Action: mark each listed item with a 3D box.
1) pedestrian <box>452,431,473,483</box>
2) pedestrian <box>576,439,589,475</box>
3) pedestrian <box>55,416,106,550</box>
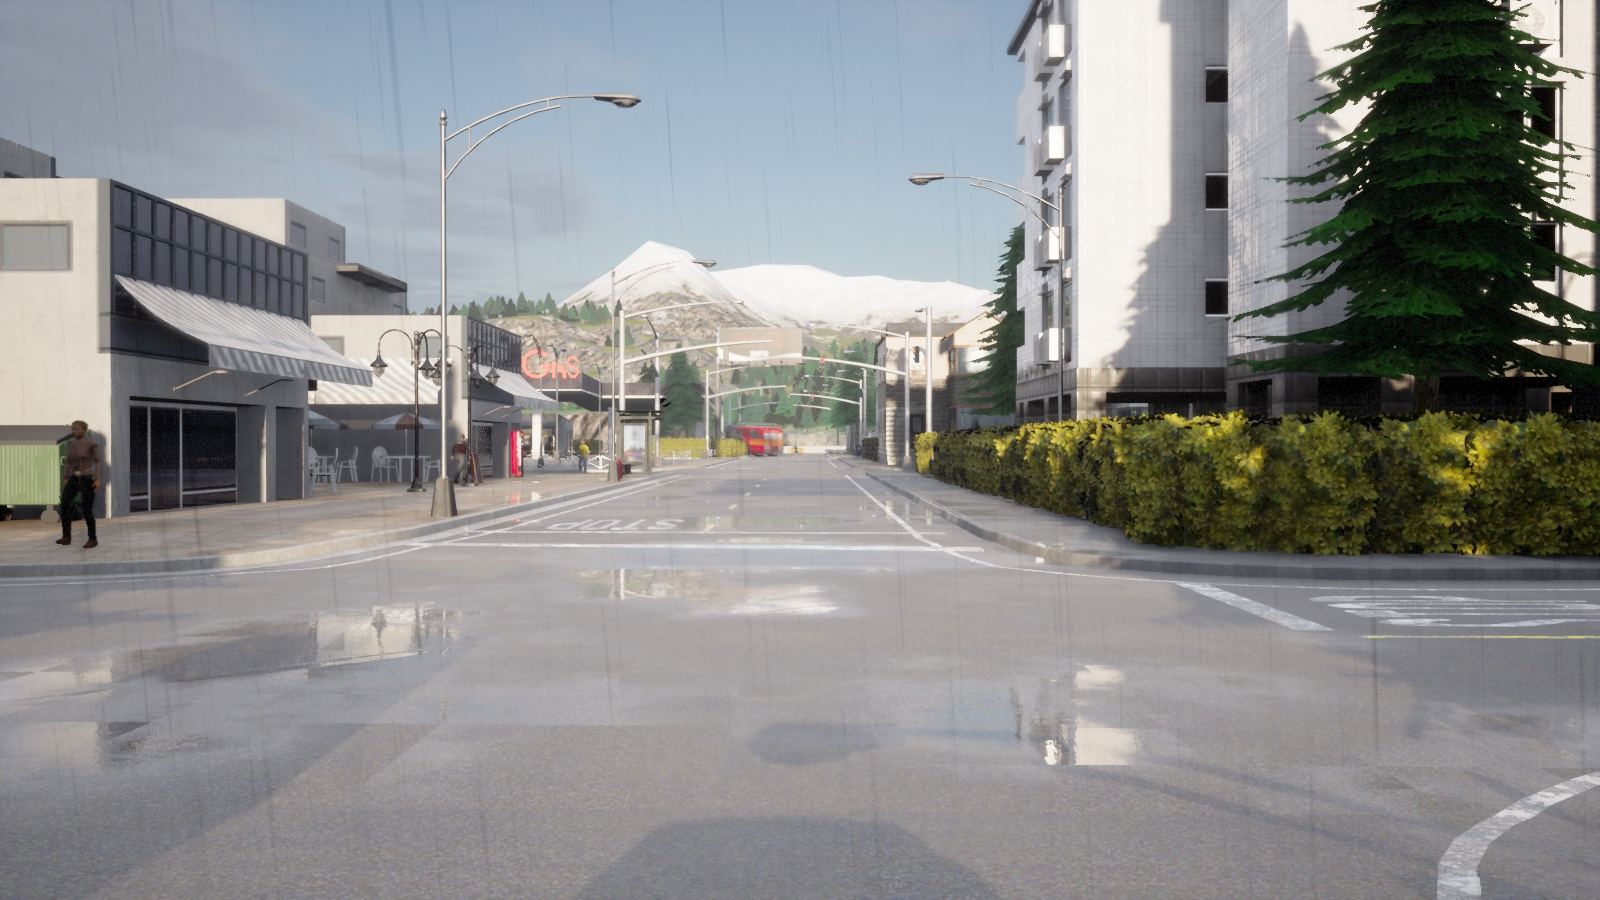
[{"bbox_3d":[-12.175,0.244,45.315,0.376,1.854,0.720,0,0,22],"label":"pedestrian"},{"bbox_3d":[-11.097,0.344,64.077,0.354,1.836,0.706,0,0,19],"label":"pedestrian"},{"bbox_3d":[-10.122,0.455,17.688,0.331,1.846,0.634,0,0,3],"label":"pedestrian"}]
